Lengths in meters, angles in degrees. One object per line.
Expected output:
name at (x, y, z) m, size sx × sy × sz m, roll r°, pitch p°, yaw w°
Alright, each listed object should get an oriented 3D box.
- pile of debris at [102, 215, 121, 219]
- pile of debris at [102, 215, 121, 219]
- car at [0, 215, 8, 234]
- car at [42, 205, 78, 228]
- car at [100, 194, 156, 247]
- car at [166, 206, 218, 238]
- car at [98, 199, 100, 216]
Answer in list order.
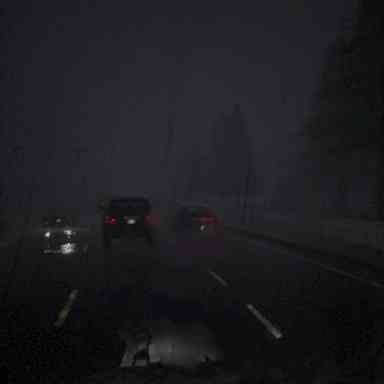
pile of debris at (-7.160, 2.207, 29.453) m, size 1.500 × 0.140 × 1.860 m, roll 0°, pitch 0°, yaw -16°
pile of debris at (-7.160, 2.207, 29.453) m, size 1.500 × 0.140 × 1.860 m, roll 0°, pitch 0°, yaw -16°
car at (-10.831, 1.623, 16.834) m, size 1.994 × 1.385 × 4.181 m, roll 0°, pitch 0°, yaw -16°
car at (-8.863, 1.609, 22.696) m, size 1.994 × 1.385 × 4.181 m, roll 0°, pitch 0°, yaw -16°
car at (-3.061, 1.236, 15.541) m, size 2.150 × 2.045 × 5.566 m, roll 0°, pitch 0°, yaw -15°
car at (-0.123, 1.485, 17.898) m, size 2.128 × 1.511 × 4.902 m, roll 0°, pitch 0°, yaw -15°
car at (-8.000, 1.258, 32.646) m, size 2.150 × 2.045 × 5.566 m, roll 0°, pitch 0°, yaw -16°
